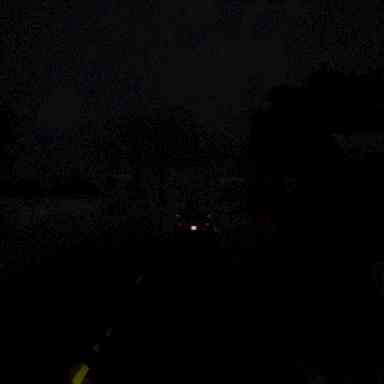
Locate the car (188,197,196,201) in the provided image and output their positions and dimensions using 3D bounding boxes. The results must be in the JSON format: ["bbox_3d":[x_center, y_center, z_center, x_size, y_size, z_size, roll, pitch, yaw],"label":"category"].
[{"bbox_3d":[-0.059,2.666,84.376,1.837,1.490,4.892,0,-1,0],"label":"car"}]

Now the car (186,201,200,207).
[{"bbox_3d":[0.078,1.827,30.767,1.994,1.385,4.181,0,-1,0],"label":"car"}]

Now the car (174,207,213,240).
[{"bbox_3d":[0.086,1.694,17.835,1.994,1.385,4.181,0,-1,0],"label":"car"}]
